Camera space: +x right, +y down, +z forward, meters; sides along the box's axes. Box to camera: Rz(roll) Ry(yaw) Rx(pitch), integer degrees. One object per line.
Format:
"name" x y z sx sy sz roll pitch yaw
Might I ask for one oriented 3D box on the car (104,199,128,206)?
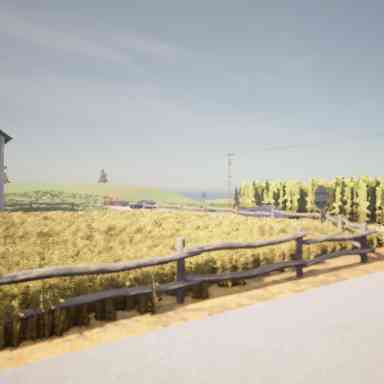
"car" -13.417 1.877 58.707 4.718 1.301 1.895 0 0 33

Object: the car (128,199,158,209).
"car" -6.249 1.843 43.892 1.895 1.301 4.718 1 -1 -35

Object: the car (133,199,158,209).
"car" -7.145 1.808 50.905 1.812 1.442 4.674 1 0 -35

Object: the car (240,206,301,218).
"car" 6.055 1.789 26.523 2.033 1.411 5.357 1 0 -35
